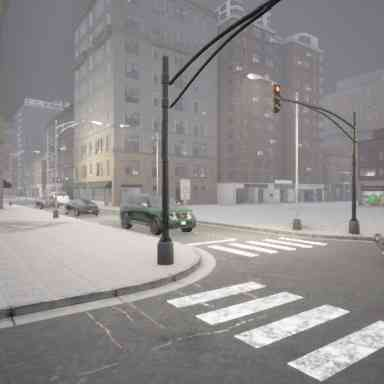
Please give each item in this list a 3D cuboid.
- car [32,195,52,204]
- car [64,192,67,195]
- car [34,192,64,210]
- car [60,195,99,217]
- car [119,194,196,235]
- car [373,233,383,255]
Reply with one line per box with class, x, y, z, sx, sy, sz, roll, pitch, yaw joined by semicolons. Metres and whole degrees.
car;-25.510;1.269;56.495;2.033;1.411;5.357;0;0;-35
car;-19.532;0.988;48.135;2.150;2.045;5.566;0;0;-36
car;-17.418;1.152;40.144;2.097;1.767;4.553;0;0;-35
car;-9.817;1.338;29.462;1.882;1.535;5.008;0;0;-35
car;-2.104;1.142;18.598;2.150;2.045;5.566;0;1;-38
car;7.993;1.591;9.506;4.718;1.301;1.895;0;0;18
